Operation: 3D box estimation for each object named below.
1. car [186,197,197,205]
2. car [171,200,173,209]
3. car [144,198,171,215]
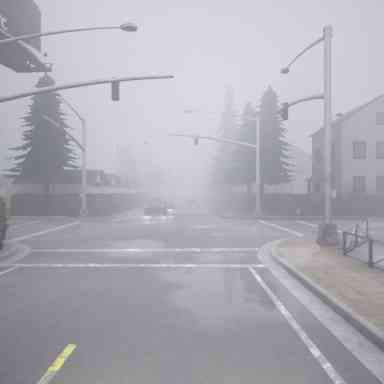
[{"bbox_3d":[-0.096,1.552,59.302,2.128,1.511,4.902,0,0,0],"label":"car"},{"bbox_3d":[-3.659,1.574,47.138,1.812,1.442,4.674,0,0,0],"label":"car"},{"bbox_3d":[-3.650,1.386,34.063,2.097,1.767,4.553,0,0,0],"label":"car"}]
